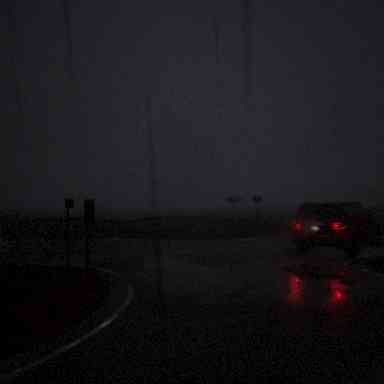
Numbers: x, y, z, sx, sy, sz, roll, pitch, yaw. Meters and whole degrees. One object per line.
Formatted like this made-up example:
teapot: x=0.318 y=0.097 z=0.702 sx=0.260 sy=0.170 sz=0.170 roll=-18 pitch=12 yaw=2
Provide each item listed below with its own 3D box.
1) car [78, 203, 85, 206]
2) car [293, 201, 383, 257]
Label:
car: x=-28.211 y=3.666 z=89.051 sx=4.611 sy=1.667 sz=2.242 roll=0 pitch=-1 yaw=-34
car: x=6.239 y=1.409 z=14.151 sx=2.150 sy=2.045 sz=5.566 roll=-4 pitch=-3 yaw=41
